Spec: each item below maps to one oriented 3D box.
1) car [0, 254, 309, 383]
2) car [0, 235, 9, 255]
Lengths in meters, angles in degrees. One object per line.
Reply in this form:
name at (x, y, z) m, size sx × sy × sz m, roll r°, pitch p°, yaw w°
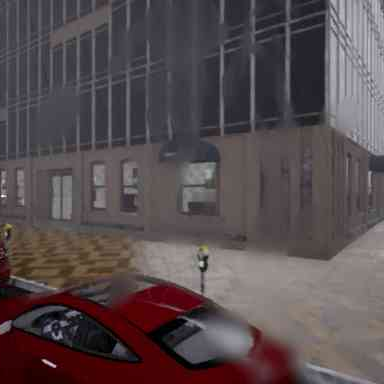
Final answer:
car at (-0.934, 1.583, 3.551) m, size 4.206 × 1.307 × 1.802 m, roll 0°, pitch 0°, yaw 36°
car at (-5.836, 1.310, 7.076) m, size 5.009 × 1.841 × 2.192 m, roll 0°, pitch 0°, yaw 36°
